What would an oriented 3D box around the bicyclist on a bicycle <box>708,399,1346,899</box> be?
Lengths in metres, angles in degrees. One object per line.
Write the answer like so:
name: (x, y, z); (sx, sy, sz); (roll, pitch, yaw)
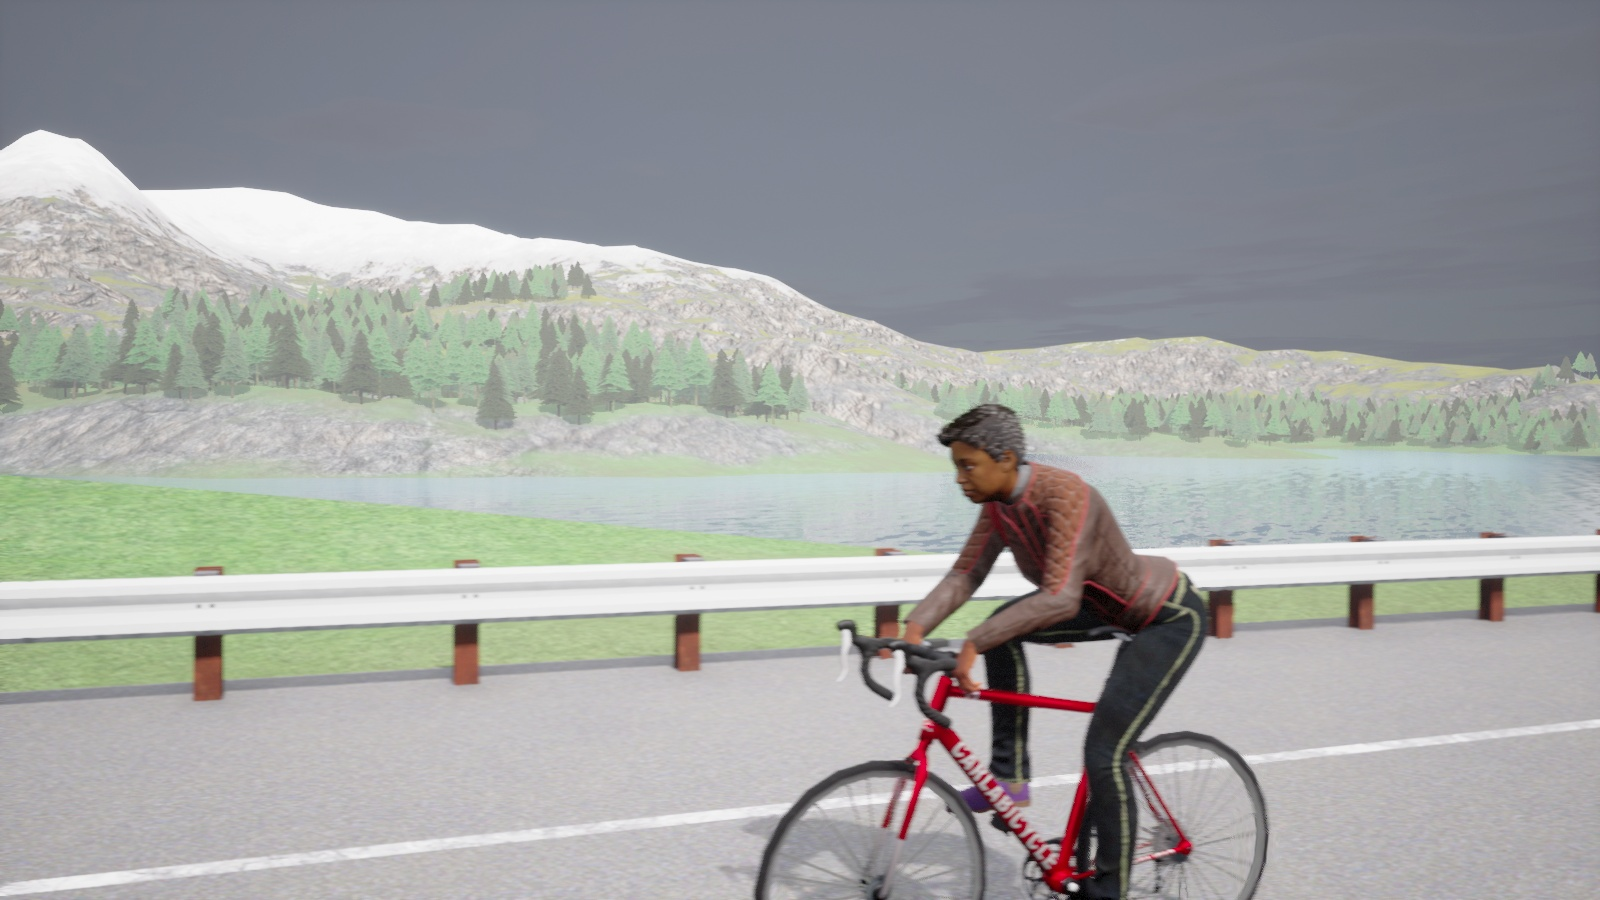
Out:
bicyclist on a bicycle: (0.640, 0.685, 3.482); (1.656, 1.620, 0.582); (-2, 1, -21)
